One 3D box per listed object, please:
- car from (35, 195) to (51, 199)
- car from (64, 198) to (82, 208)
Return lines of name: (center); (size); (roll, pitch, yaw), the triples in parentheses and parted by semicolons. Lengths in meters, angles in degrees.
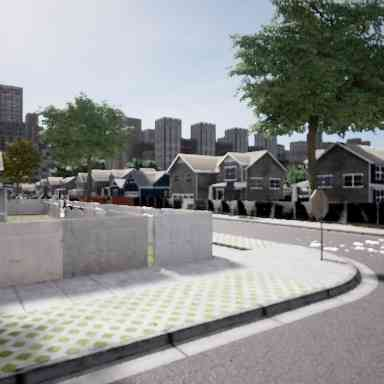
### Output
car: (-35.034, 1.402, 78.894); (2.097, 1.767, 4.553); (0, 0, -34)
car: (-17.086, 1.571, 47.801); (1.812, 1.442, 4.674); (0, 0, -34)
